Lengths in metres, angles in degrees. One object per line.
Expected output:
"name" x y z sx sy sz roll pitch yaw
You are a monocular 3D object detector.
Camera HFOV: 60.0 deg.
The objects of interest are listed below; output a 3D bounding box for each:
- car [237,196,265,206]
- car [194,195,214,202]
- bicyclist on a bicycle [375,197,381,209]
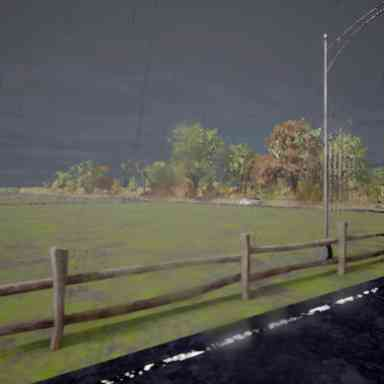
"car" 10.242 1.607 56.215 1.812 1.442 4.674 0 0 -34
"car" 2.685 1.453 72.100 2.033 1.411 5.357 0 0 -35
"bicyclist on a bicycle" 25.194 1.530 45.076 1.656 1.620 0.582 0 0 -35
